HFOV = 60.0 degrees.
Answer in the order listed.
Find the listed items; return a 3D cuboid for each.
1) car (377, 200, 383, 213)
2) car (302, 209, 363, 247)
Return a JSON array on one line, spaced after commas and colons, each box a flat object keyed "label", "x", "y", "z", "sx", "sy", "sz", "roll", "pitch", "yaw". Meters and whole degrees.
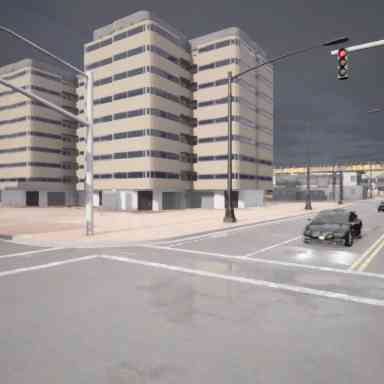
[{"label": "car", "x": 21.427, "y": 1.592, "z": 36.230, "sx": 1.895, "sy": 1.301, "sz": 4.718, "roll": 0, "pitch": 0, "yaw": 35}, {"label": "car", "x": 6.549, "y": 1.561, "z": 15.216, "sx": 1.837, "sy": 1.490, "sz": 4.892, "roll": 0, "pitch": 0, "yaw": 35}]
